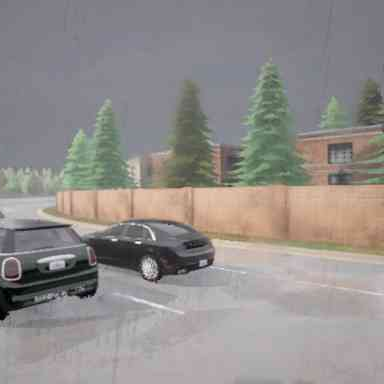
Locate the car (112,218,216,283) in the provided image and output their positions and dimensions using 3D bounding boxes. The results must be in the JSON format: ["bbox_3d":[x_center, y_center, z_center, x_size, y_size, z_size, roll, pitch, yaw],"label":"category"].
[{"bbox_3d":[-1.566,1.558,9.951,4.892,1.490,1.837,0,0,40],"label":"car"}]

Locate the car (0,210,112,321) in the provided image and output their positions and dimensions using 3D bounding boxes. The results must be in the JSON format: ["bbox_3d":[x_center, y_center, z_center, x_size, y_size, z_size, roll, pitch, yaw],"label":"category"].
[{"bbox_3d":[-4.149,1.407,7.593,4.553,1.767,2.097,-1,-1,40],"label":"car"}]
